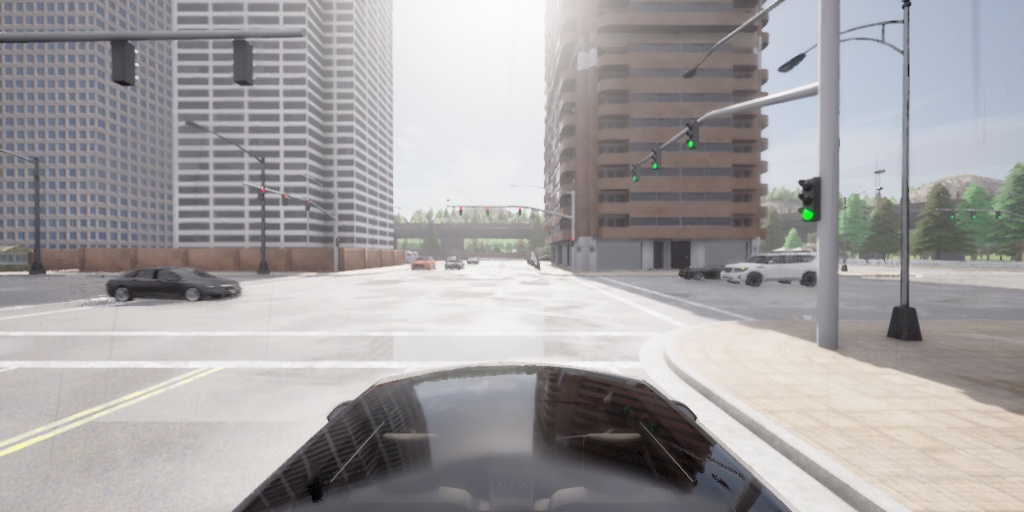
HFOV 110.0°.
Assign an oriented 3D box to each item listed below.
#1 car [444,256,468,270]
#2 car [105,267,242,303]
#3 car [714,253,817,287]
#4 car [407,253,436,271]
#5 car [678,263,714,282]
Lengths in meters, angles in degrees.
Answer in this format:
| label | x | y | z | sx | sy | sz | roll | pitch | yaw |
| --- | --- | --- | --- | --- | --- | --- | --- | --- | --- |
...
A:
| label | x | y | z | sx | sy | sz | roll | pitch | yaw |
| --- | --- | --- | --- | --- | --- | --- | --- | --- | --- |
| car | -7.082 | 1.054 | 44.392 | 1.895 | 1.301 | 4.718 | 0 | 0 | 0 |
| car | -14.361 | 1.228 | 15.388 | 4.892 | 1.490 | 1.837 | 1 | 0 | 0 |
| car | 16.146 | 0.824 | 22.312 | 5.566 | 2.045 | 2.150 | -1 | 0 | 0 |
| car | -10.584 | 0.815 | 43.022 | 2.097 | 1.767 | 4.553 | 0 | 0 | 0 |
| car | 14.605 | 1.183 | 25.823 | 4.718 | 1.301 | 1.895 | 0 | 0 | 0 |
